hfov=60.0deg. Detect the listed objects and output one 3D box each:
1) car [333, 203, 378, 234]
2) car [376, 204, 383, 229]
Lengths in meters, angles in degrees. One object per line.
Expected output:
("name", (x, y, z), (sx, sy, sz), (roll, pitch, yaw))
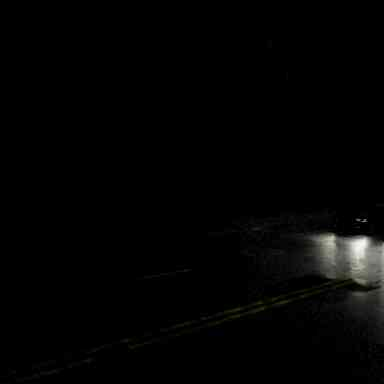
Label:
("car", (9.990, 1.389, 18.776), (5.008, 1.535, 1.882), (0, 0, -35))
("car", (11.005, 1.411, 15.509), (4.902, 1.511, 2.128), (0, 0, -35))
